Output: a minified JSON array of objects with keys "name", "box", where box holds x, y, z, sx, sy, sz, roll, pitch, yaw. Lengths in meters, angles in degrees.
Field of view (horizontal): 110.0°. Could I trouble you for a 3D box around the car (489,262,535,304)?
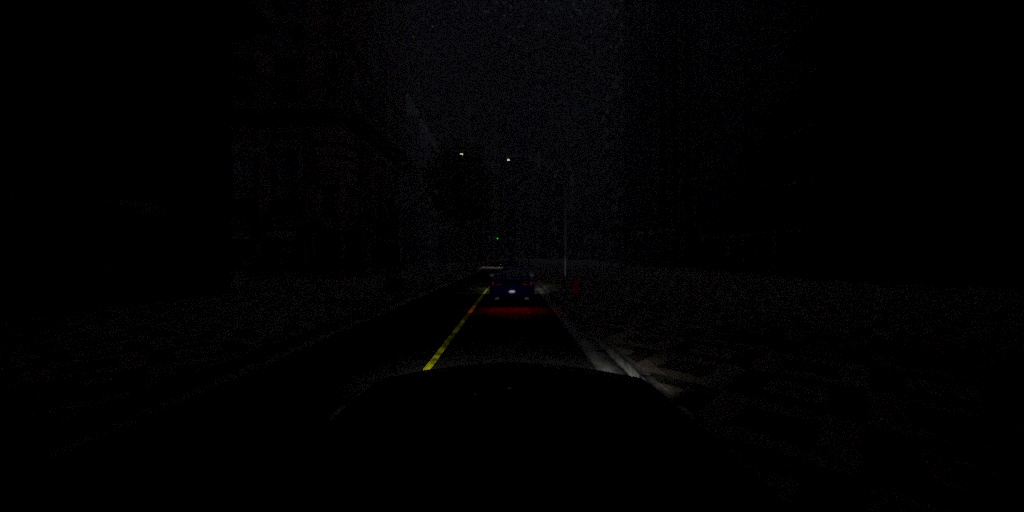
[{"name":"car","box":[0.000,1.242,16.500,1.882,1.535,5.008,0,0,0]}]
